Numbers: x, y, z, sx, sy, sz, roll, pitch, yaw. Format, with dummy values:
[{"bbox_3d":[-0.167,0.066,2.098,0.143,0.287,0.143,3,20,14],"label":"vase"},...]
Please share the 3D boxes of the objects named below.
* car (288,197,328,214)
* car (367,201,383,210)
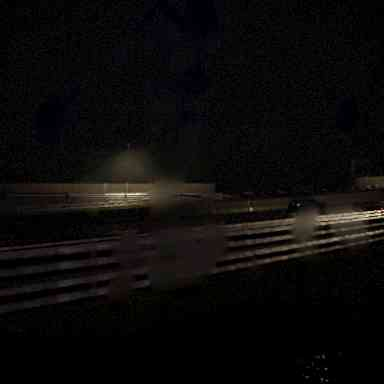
[{"bbox_3d":[13.084,1.357,37.506,4.553,1.767,2.097,-3,2,-24],"label":"car"},{"bbox_3d":[19.661,1.509,32.751,4.718,1.301,1.895,-3,2,-24],"label":"car"}]
